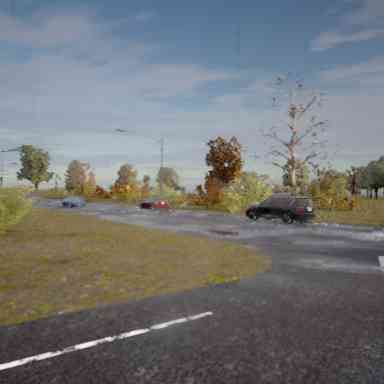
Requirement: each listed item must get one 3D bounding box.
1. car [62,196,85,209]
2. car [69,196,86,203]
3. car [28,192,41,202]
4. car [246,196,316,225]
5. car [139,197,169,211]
[{"bbox_3d":[-15.685,1.407,43.889,1.882,1.535,5.008,1,0,-37],"label":"car"},{"bbox_3d":[-22.031,1.430,63.856,1.994,1.385,4.181,1,0,-37],"label":"car"},{"bbox_3d":[-31.606,1.308,66.817,2.033,1.411,5.357,1,0,-30],"label":"car"},{"bbox_3d":[6.775,1.349,25.820,2.150,2.045,5.566,1,0,-37],"label":"car"},{"bbox_3d":[-4.744,1.378,41.030,2.097,1.767,4.553,1,0,-37],"label":"car"}]
